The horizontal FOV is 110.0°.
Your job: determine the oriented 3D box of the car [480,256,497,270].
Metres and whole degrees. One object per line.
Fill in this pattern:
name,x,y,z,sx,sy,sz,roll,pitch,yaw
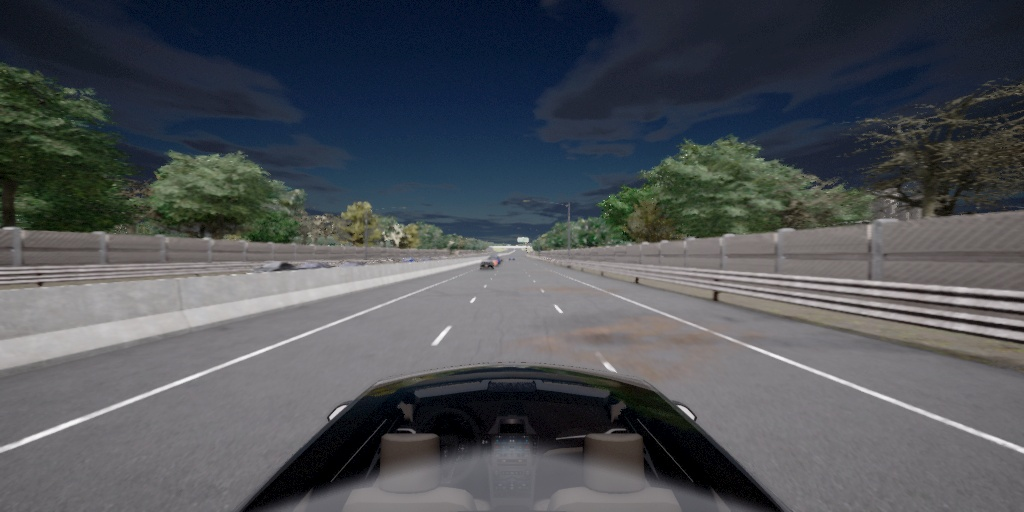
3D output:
car,-3.523,1.180,51.721,1.882,1.535,5.008,0,0,0

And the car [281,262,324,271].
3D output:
car,-17.593,1.281,31.864,2.033,1.411,5.357,0,0,0

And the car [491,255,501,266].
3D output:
car,-3.528,1.017,62.690,2.097,1.767,4.553,0,0,0

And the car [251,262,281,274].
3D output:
car,-21.089,1.260,32.113,1.812,1.442,4.674,0,0,0

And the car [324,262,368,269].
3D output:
car,-14.094,1.282,31.863,2.033,1.411,5.357,0,0,0
